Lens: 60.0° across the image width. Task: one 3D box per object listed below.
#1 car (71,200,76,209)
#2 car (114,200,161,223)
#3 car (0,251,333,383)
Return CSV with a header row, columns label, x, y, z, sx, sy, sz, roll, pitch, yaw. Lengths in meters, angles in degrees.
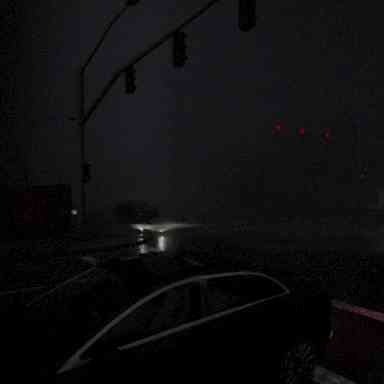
label,x,y,z,sx,sy,sz,roll,pitch,yaw
car,-16.068,1.383,41.625,1.882,1.535,5.008,-1,0,-35
car,-4.168,1.383,24.982,1.882,1.535,5.008,-1,1,-36
car,-0.510,1.480,3.503,4.902,1.511,2.128,-1,0,-35
